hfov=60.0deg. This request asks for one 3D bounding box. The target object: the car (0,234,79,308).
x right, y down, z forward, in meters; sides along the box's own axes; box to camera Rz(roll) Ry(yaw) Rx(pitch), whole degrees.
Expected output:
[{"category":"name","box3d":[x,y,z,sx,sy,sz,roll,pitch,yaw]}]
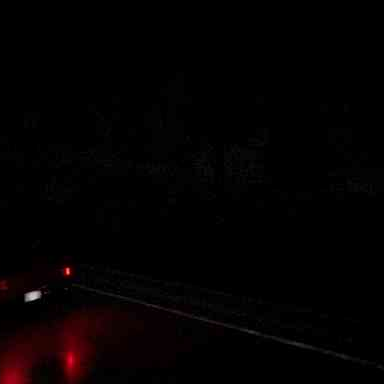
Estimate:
[{"category":"car","box3d":[-4.692,1.601,7.338,4.718,1.301,1.895,0,0,35]}]
